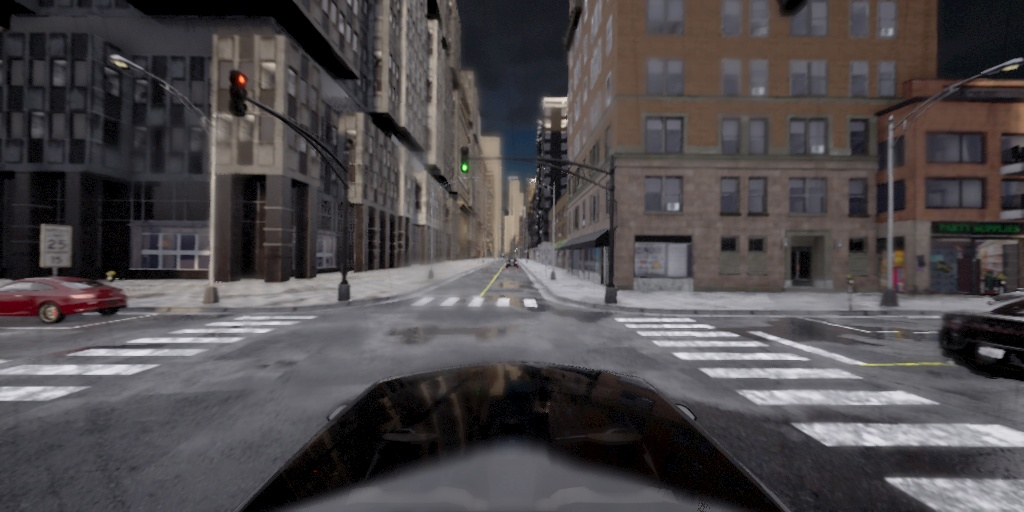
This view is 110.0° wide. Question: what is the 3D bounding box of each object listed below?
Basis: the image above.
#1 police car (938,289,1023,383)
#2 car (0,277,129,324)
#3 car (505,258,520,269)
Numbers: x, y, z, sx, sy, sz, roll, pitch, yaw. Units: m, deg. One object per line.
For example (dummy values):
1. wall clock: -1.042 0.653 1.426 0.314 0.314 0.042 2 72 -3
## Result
1. police car: 9.538 1.211 5.205 5.238 1.638 1.930 0 0 0
2. car: -14.455 1.294 11.097 4.207 1.307 1.802 0 0 0
3. car: 0.050 1.072 52.836 1.812 1.442 4.674 1 0 0
